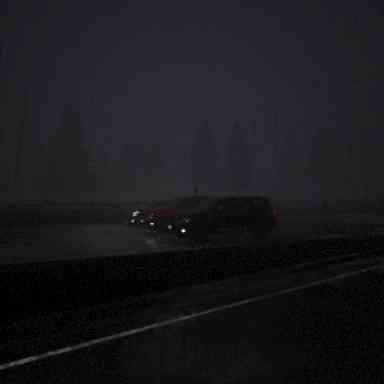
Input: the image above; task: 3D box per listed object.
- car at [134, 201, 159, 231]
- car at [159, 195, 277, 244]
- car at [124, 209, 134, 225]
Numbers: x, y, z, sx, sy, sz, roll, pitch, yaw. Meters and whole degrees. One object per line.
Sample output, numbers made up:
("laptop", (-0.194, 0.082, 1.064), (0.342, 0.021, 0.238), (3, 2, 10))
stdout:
("car", (-0.187, 1.215, 19.168), (5.566, 2.045, 2.150), (0, 0, -25))
("car", (1.508, 1.215, 16.104), (5.566, 2.045, 2.150), (0, 0, -26))
("car", (-2.137, 1.346, 22.132), (4.553, 1.767, 2.097), (0, 0, -26))
